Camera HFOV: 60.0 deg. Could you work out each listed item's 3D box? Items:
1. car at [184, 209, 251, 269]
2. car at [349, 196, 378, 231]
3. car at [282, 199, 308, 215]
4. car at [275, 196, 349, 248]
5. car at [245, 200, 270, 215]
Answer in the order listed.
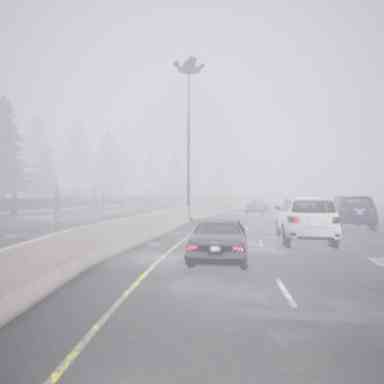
[{"bbox_3d":[0.928,1.536,11.224,2.033,1.411,5.357,0,0,7],"label":"car"},{"bbox_3d":[9.920,1.237,20.964,2.150,2.045,5.566,0,0,14],"label":"car"},{"bbox_3d":[10.903,1.548,34.860,2.033,1.411,5.357,0,0,23],"label":"car"},{"bbox_3d":[5.077,1.223,15.102,2.150,2.045,5.566,0,0,10],"label":"car"},{"bbox_3d":[6.725,1.531,33.873,2.033,1.411,5.357,0,0,22],"label":"car"}]
